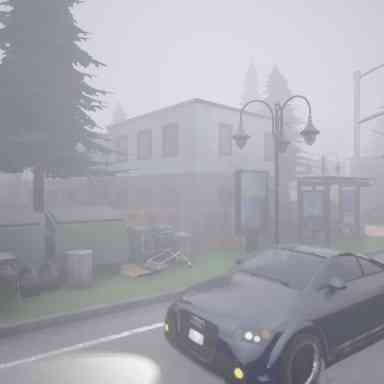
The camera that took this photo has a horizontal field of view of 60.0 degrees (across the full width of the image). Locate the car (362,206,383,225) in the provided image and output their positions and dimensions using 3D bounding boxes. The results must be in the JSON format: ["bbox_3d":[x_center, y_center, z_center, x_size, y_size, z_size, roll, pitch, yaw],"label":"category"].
[{"bbox_3d":[13.563,1.545,21.832,1.994,1.385,4.181,0,0,-44],"label":"car"}]

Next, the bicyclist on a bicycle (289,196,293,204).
[{"bbox_3d":[10.687,1.284,36.345,0.582,1.620,1.656,0,0,44],"label":"bicyclist on a bicycle"}]

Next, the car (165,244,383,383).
[{"bbox_3d":[1.675,1.564,5.174,4.181,1.385,1.994,0,0,-35],"label":"car"}]
